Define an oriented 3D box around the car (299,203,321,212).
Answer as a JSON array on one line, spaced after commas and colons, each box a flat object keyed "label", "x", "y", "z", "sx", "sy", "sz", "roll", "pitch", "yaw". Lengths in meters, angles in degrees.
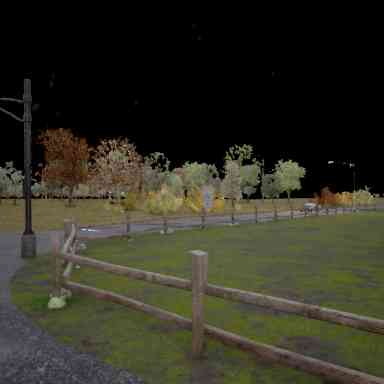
[{"label": "car", "x": 18.924, "y": 2.449, "z": 52.945, "sx": 2.033, "sy": 1.411, "sz": 5.357, "roll": -1, "pitch": -2, "yaw": 40}]
